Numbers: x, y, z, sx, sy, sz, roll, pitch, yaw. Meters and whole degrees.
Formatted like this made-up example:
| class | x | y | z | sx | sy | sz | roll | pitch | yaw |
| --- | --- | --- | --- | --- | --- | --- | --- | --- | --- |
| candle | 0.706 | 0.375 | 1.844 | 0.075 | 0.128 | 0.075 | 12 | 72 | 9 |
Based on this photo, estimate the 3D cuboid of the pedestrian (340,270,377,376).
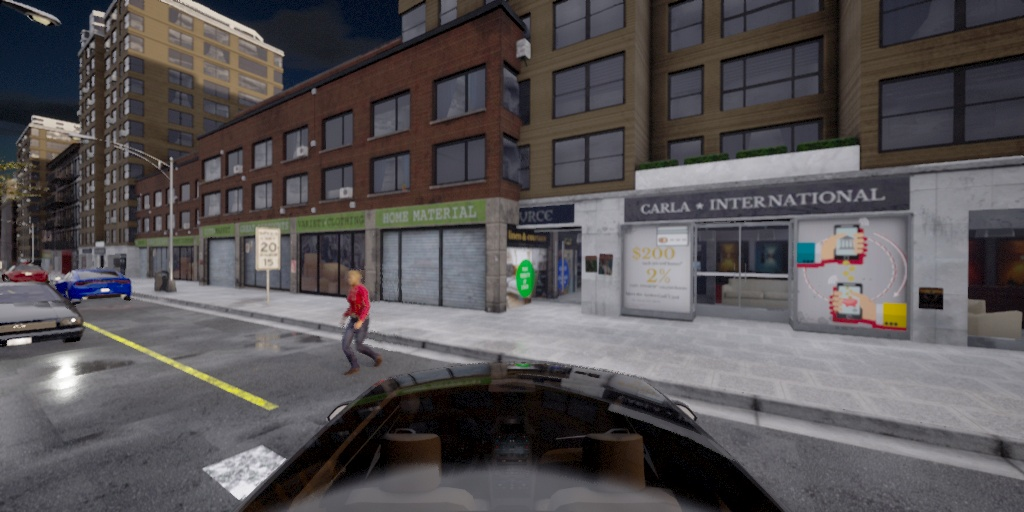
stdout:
| class | x | y | z | sx | sy | sz | roll | pitch | yaw |
| --- | --- | --- | --- | --- | --- | --- | --- | --- | --- |
| pedestrian | -2.621 | 1.051 | 6.096 | 0.375 | 1.860 | 0.375 | 0 | 1 | 32 |

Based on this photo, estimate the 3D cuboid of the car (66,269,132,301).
| class | x | y | z | sx | sy | sz | roll | pitch | yaw |
| --- | --- | --- | --- | --- | --- | --- | --- | --- | --- |
| car | -19.849 | 1.372 | 16.963 | 5.008 | 1.535 | 1.882 | -1 | 0 | 32 |

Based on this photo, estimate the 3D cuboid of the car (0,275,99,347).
| class | x | y | z | sx | sy | sz | roll | pitch | yaw |
| --- | --- | --- | --- | --- | --- | --- | --- | --- | --- |
| car | -12.219 | 1.355 | 8.685 | 5.357 | 1.411 | 2.033 | 0 | 0 | 32 |

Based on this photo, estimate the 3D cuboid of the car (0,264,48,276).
| class | x | y | z | sx | sy | sz | roll | pitch | yaw |
| --- | --- | --- | --- | --- | --- | --- | --- | --- | --- |
| car | -41.416 | 1.527 | 30.519 | 4.553 | 1.767 | 2.097 | -1 | 0 | 32 |
